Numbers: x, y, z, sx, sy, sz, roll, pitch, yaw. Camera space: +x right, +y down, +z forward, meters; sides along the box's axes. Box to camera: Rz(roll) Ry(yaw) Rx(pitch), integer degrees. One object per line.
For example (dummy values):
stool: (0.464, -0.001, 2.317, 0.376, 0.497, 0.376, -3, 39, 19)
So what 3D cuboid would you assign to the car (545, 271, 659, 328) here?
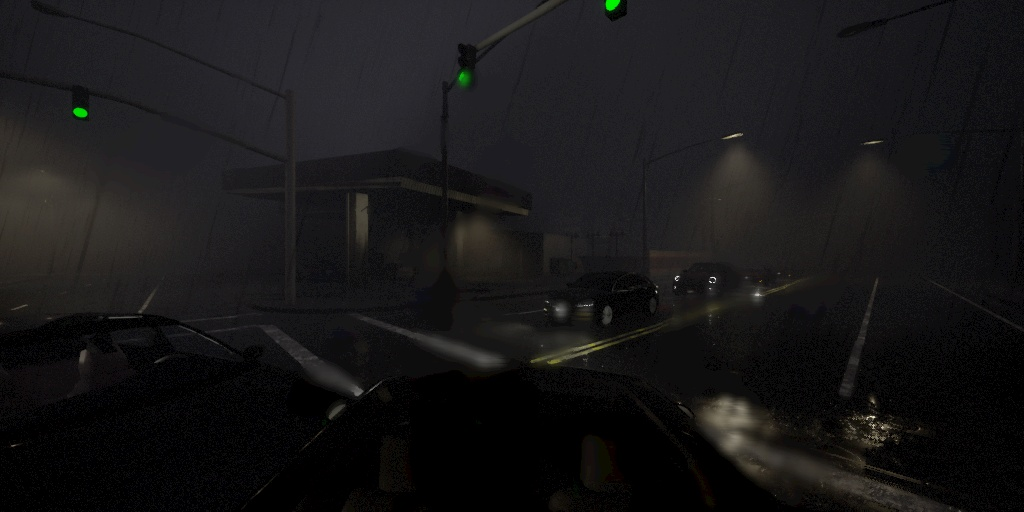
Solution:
car: (3.069, 1.255, 11.608, 4.892, 1.490, 1.837, 0, 0, -44)

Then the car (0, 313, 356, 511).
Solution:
car: (-3.379, 1.242, 2.693, 4.902, 1.511, 2.128, 0, 0, 16)

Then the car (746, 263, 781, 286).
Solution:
car: (17.056, 1.314, 25.138, 4.181, 1.385, 1.994, 0, 0, -45)

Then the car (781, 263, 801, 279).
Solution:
car: (24.304, 1.314, 32.075, 4.181, 1.385, 1.994, 0, 0, -44)

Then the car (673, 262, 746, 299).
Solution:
car: (10.018, 1.102, 18.341, 4.553, 1.767, 2.097, 0, 0, -44)
